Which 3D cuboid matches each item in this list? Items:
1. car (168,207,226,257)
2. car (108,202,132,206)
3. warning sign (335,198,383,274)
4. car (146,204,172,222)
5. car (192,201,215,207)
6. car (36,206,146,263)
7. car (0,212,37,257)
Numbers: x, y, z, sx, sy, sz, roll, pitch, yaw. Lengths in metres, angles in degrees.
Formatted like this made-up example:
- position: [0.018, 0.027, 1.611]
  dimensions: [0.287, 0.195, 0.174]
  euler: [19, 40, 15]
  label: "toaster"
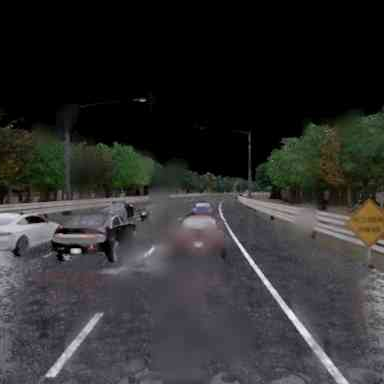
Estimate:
- position: [0.305, 1.513, 12.749]
  dimensions: [1.812, 1.442, 4.674]
  euler: [0, 0, 2]
  label: "car"
- position: [-6.071, 1.529, 27.965]
  dimensions: [1.994, 1.385, 4.181]
  euler: [0, 0, 3]
  label: "car"
- position: [4.656, 1.110, 8.763]
  dimensions: [1.300, 1.860, 1.060]
  euler: [0, 0, 1]
  label: "warning sign"
- position: [-2.689, 1.571, 25.883]
  dimensions: [1.895, 1.301, 4.718]
  euler: [0, 0, 3]
  label: "car"
- position: [0.952, 1.497, 28.129]
  dimensions: [1.812, 1.442, 4.674]
  euler: [0, 0, 3]
  label: "car"
- position: [-3.227, 1.475, 11.912]
  dimensions: [2.128, 1.511, 4.902]
  euler: [0, 0, 2]
  label: "car"
- position: [-6.694, 1.506, 12.799]
  dimensions: [1.812, 1.442, 4.674]
  euler: [0, 0, 2]
  label: "car"
